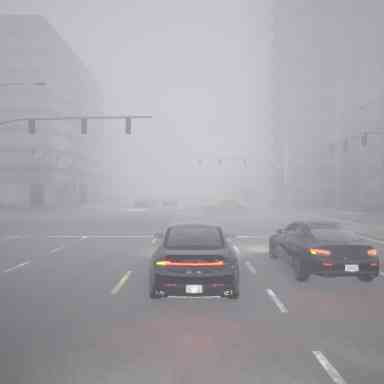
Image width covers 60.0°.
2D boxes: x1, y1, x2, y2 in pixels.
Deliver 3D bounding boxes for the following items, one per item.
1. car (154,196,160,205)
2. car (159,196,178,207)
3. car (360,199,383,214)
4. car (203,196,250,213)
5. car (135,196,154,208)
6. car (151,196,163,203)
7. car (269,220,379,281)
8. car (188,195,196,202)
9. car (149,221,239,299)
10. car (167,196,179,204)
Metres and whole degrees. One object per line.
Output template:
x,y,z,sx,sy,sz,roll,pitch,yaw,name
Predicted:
-7.079,1.477,57.527,1.882,1.535,5.008,0,0,0,car
-3.568,1.477,52.546,1.882,1.535,5.008,0,0,0,car
20.568,1.504,35.556,4.892,1.490,1.837,0,0,1,car
3.689,1.477,35.728,5.008,1.535,1.882,0,0,1,car
-7.086,1.601,48.423,1.895,1.301,4.718,0,0,0,car
-7.019,1.563,67.491,1.994,1.385,4.181,0,0,1,car
3.564,1.526,9.693,1.812,1.442,4.674,0,0,0,car
0.001,1.364,73.944,2.128,1.511,4.902,0,0,0,car
0.058,1.505,8.437,1.837,1.490,4.892,0,0,0,car
-3.545,1.547,62.808,2.033,1.411,5.357,0,0,0,car
